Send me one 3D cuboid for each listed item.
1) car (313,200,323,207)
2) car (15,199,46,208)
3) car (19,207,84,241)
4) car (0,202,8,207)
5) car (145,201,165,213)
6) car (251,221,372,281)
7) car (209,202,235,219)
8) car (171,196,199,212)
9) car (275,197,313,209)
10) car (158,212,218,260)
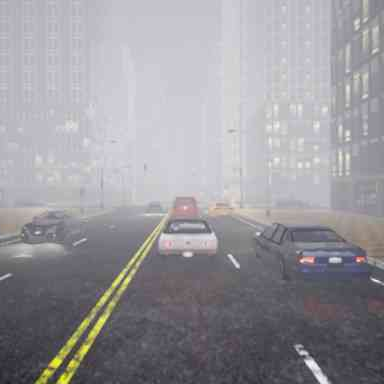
[{"bbox_3d":[20.324,1.863,58.348,4.829,1.417,1.752,0,0,-1],"label":"car"},{"bbox_3d":[-23.989,1.674,49.404,4.313,1.339,1.947,0,0,0],"label":"car"},{"bbox_3d":[-6.990,1.650,17.008,1.994,1.385,4.181,0,0,-2],"label":"car"},{"bbox_3d":[-29.674,1.646,49.385,4.206,1.307,1.802,0,0,0],"label":"car"},{"bbox_3d":[-4.246,1.728,38.561,1.994,1.385,4.181,0,0,-1],"label":"car"},{"bbox_3d":[3.145,1.588,9.973,2.033,1.411,5.357,0,0,-1],"label":"car"},{"bbox_3d":[2.616,1.598,29.963,1.882,1.535,5.008,0,0,-2],"label":"car"},{"bbox_3d":[-0.590,1.340,28.281,2.150,2.045,5.566,0,0,-2],"label":"car"},{"bbox_3d":[14.939,1.711,49.915,5.009,1.841,2.192,0,0,-1],"label":"car"},{"bbox_3d":[-0.177,1.657,12.564,1.895,1.301,4.718,0,0,-1],"label":"car"}]
